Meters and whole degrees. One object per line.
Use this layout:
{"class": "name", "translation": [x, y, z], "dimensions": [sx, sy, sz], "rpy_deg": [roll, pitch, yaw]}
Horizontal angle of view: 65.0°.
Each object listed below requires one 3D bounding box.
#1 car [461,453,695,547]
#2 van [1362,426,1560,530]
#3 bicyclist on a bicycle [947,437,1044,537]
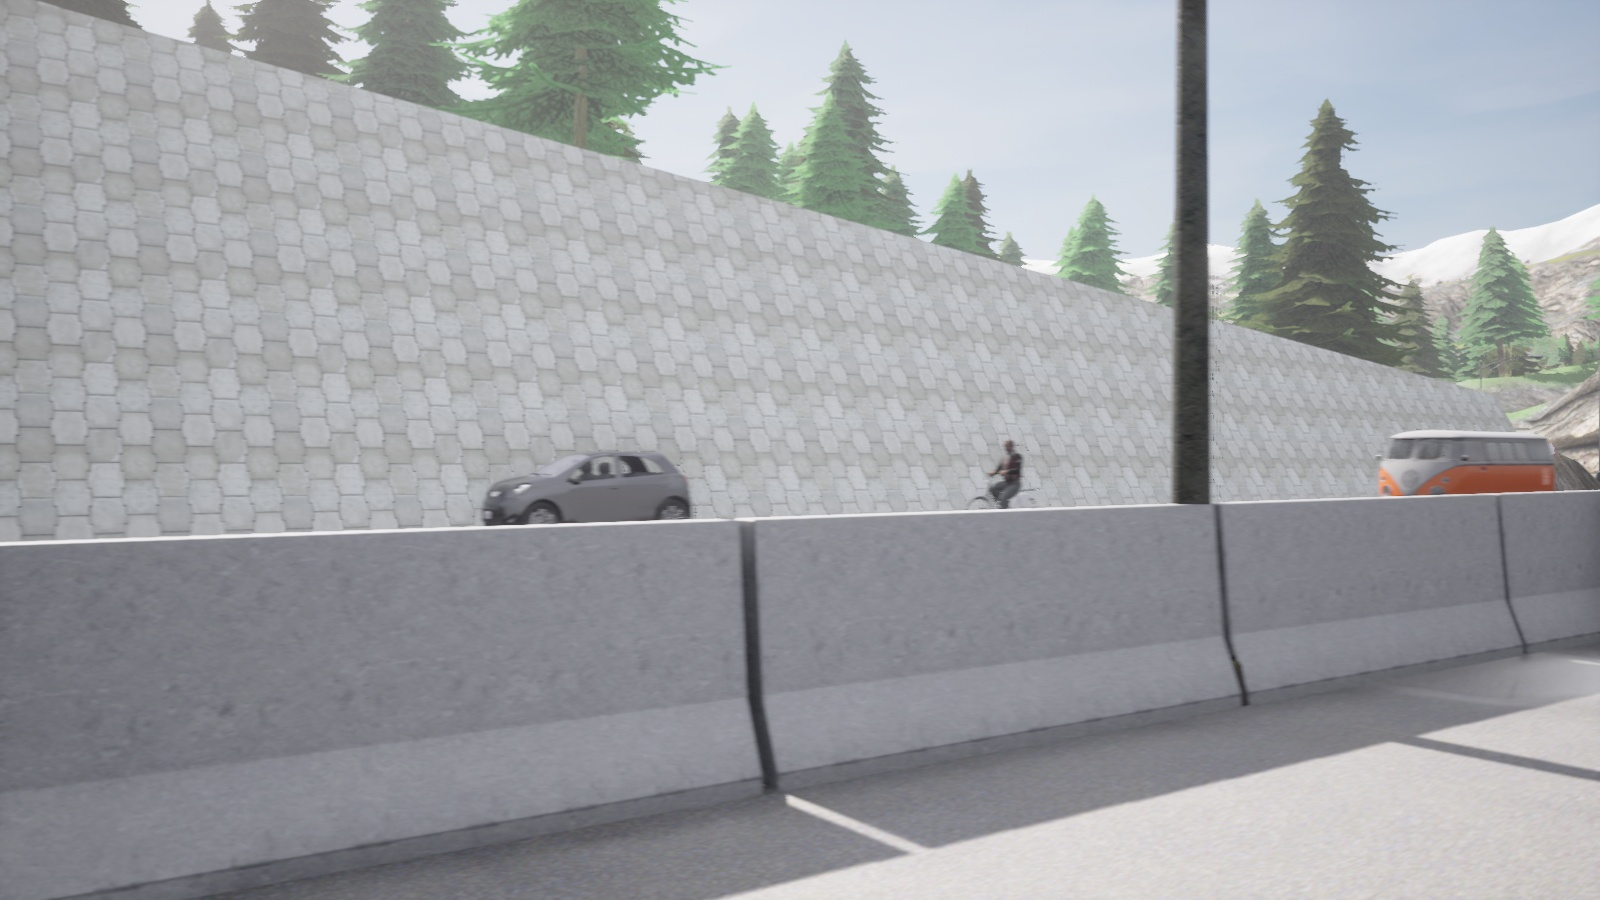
{"class": "car", "translation": [-3.913, 0.819, 22.256], "dimensions": [3.633, 1.501, 1.845], "rpy_deg": [0, 0, -35]}
{"class": "van", "translation": [13.733, 0.533, 26.011], "dimensions": [4.442, 1.987, 1.775], "rpy_deg": [0, 0, -35]}
{"class": "bicyclist on a bicycle", "translation": [3.630, 0.665, 23.243], "dimensions": [1.843, 1.776, 0.659], "rpy_deg": [0, 0, -35]}
